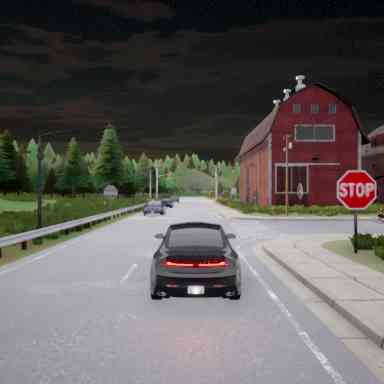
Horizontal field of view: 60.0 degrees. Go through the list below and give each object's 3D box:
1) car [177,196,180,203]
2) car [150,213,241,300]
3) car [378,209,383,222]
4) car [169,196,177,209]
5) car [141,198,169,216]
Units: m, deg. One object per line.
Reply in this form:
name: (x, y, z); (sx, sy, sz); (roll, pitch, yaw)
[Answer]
car: (-3.489, 1.505, 68.040); (1.837, 1.490, 4.892); (0, -1, 0)
car: (0.083, 1.505, 8.372); (1.837, 1.490, 4.892); (0, 0, 0)
car: (15.534, 1.352, 23.221); (4.553, 1.767, 2.097); (0, 0, -1)
car: (-3.579, 1.545, 46.676); (2.033, 1.411, 5.357); (0, 0, 0)
car: (-3.588, 1.525, 32.472); (1.812, 1.442, 4.674); (0, 0, 0)
